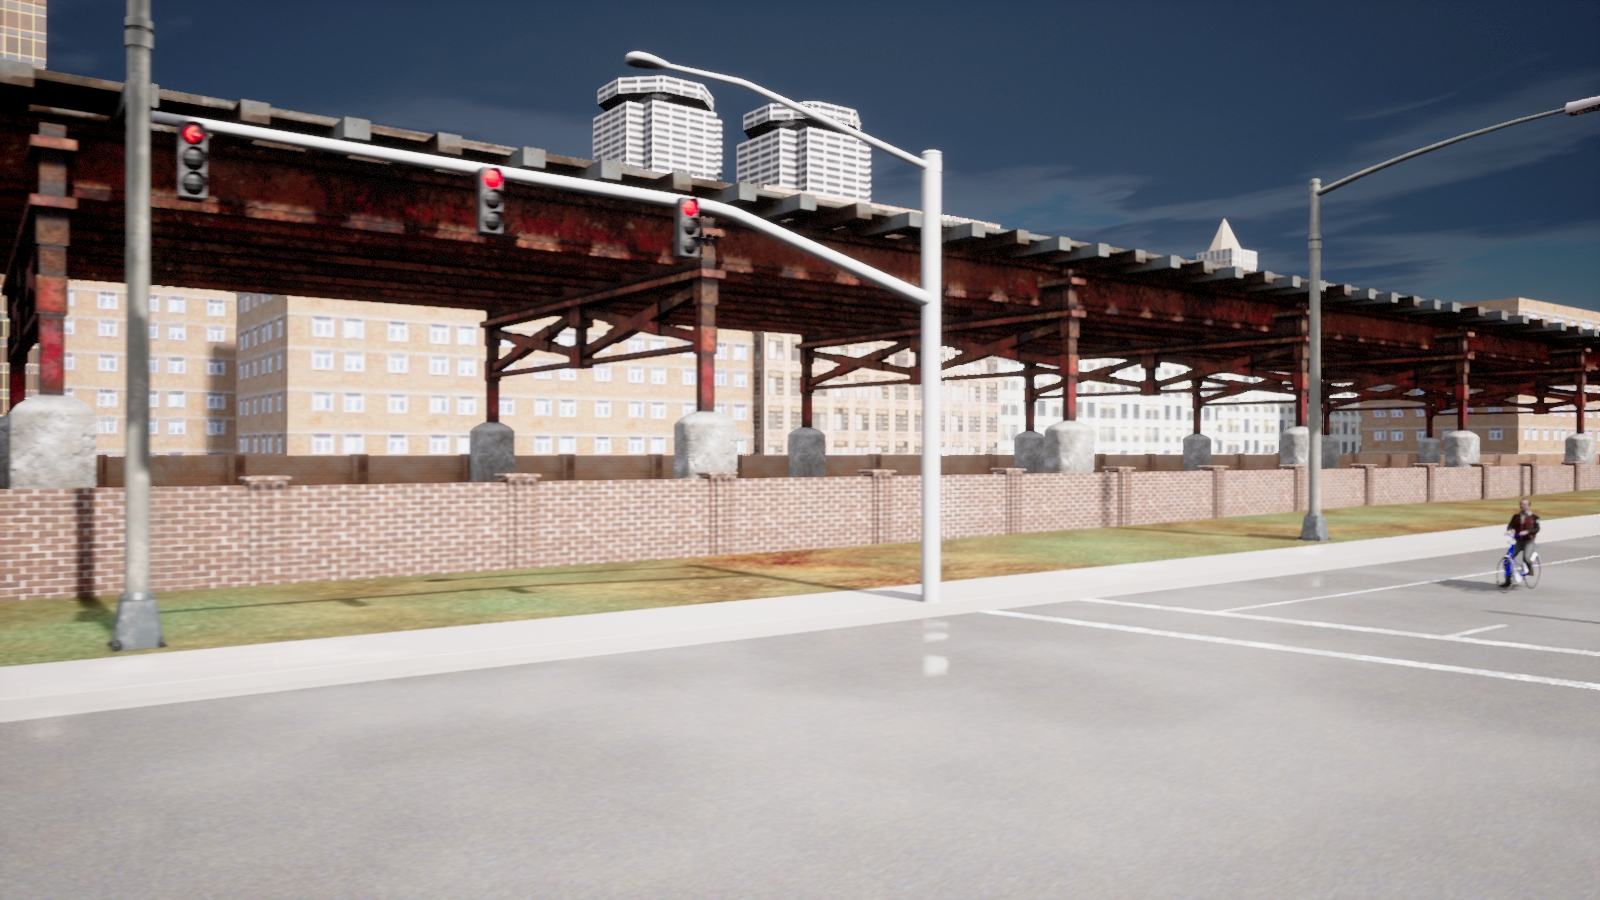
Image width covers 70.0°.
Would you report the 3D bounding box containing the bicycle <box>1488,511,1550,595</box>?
[{"bbox_3d":[13.877,1.965,22.034,1.835,1.496,0.329,0,0,-35],"label":"bicycle"}]
